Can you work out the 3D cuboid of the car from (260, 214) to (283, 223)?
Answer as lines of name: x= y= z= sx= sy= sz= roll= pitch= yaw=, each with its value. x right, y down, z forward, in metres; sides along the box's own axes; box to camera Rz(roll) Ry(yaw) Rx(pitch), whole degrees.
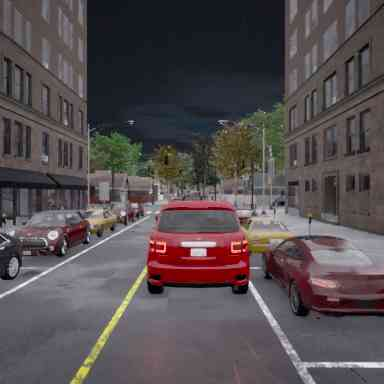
car: x=2.694 y=1.527 z=12.872 sx=1.752 sy=1.417 sz=4.829 roll=0 pitch=0 yaw=0

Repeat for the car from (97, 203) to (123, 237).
car: x=-5.305 y=1.530 z=18.088 sx=1.752 sy=1.417 sz=4.829 roll=0 pitch=0 yaw=0

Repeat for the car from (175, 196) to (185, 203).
car: x=-2.673 y=1.620 z=74.514 sx=1.994 sy=1.385 sz=4.181 roll=0 pitch=0 yaw=0

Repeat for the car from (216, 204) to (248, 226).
car: x=2.749 y=1.590 z=23.738 sx=1.802 sy=1.307 sz=4.206 roll=0 pitch=0 yaw=0

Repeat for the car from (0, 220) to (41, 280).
car: x=-5.359 y=1.551 z=7.220 sx=2.008 sy=1.369 sz=4.403 roll=0 pitch=0 yaw=0

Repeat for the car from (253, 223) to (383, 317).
car: x=2.666 y=1.582 z=7.184 sx=1.802 sy=1.307 sz=4.206 roll=0 pitch=0 yaw=0

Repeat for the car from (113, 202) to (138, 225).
car: x=-5.276 y=1.448 z=23.777 sx=1.967 sy=1.590 sz=4.097 roll=0 pitch=0 yaw=0

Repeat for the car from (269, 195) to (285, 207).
car: x=13.620 y=1.285 z=48.918 sx=4.553 sy=1.767 sz=2.097 roll=0 pitch=0 yaw=0

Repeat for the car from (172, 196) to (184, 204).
car: x=-2.735 y=1.598 z=64.625 sx=2.033 sy=1.411 sz=5.357 roll=0 pitch=0 yaw=1

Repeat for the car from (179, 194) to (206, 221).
car: x=0.110 y=1.232 z=28.948 sx=2.150 sy=2.045 sz=5.566 roll=0 pitch=0 yaw=2

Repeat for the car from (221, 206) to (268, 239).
car: x=2.721 y=1.549 z=18.220 sx=1.887 sy=1.381 sz=4.507 roll=0 pitch=0 yaw=0

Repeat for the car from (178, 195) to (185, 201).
car: x=-2.648 y=1.610 z=84.764 sx=1.812 sy=1.442 sz=4.674 roll=0 pitch=0 yaw=0

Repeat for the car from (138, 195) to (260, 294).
car: x=0.136 y=1.222 z=8.905 sx=2.150 sy=2.045 sz=5.566 roll=0 pitch=0 yaw=0

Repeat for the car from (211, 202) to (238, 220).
car: x=2.777 y=1.577 z=29.257 sx=1.947 sy=1.339 sz=4.313 roll=0 pitch=0 yaw=0

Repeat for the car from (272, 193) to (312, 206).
car: x=15.686 y=1.144 z=52.189 sx=5.566 sy=2.045 sz=2.150 roll=0 pitch=0 yaw=-1

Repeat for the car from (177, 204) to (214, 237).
car: x=0.189 y=1.510 z=18.934 sx=1.837 sy=1.490 sz=4.892 roll=0 pitch=0 yaw=1

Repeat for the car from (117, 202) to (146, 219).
car: x=-5.248 y=1.593 z=29.296 sx=1.802 sy=1.307 sz=4.206 roll=0 pitch=0 yaw=0

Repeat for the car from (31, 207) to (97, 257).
car: x=-5.331 y=1.442 z=12.739 sx=1.967 sy=1.590 sz=4.097 roll=0 pitch=0 yaw=0
